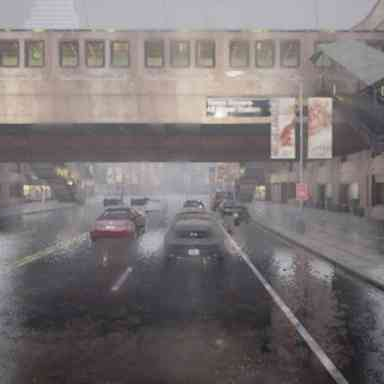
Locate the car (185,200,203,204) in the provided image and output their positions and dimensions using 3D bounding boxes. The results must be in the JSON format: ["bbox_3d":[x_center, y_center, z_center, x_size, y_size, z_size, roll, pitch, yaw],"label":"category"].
[{"bbox_3d":[0.131,1.344,25.898,2.033,1.411,5.357,0,0,1],"label":"car"}]

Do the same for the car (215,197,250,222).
[{"bbox_3d":[3.227,1.380,27.389,1.895,1.301,4.718,0,0,0],"label":"car"}]

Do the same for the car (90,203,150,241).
[{"bbox_3d":[-3.409,1.438,15.952,1.994,1.385,4.181,0,0,0],"label":"car"}]

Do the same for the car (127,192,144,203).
[{"bbox_3d":[-6.961,1.130,44.436,1.882,1.535,5.008,0,0,0],"label":"car"}]

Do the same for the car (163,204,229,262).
[{"bbox_3d":[0.071,1.413,11.743,1.837,1.490,4.892,0,1,0],"label":"car"}]

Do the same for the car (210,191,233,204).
[{"bbox_3d":[3.182,0.956,34.782,2.435,2.045,5.566,0,0,0],"label":"car"}]

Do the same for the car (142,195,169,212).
[{"bbox_3d":[-3.310,1.277,31.753,1.812,1.442,4.674,0,0,0],"label":"car"}]

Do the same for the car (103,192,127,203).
[{"bbox_3d":[-10.461,1.130,44.434,1.882,1.535,5.008,0,0,0],"label":"car"}]
